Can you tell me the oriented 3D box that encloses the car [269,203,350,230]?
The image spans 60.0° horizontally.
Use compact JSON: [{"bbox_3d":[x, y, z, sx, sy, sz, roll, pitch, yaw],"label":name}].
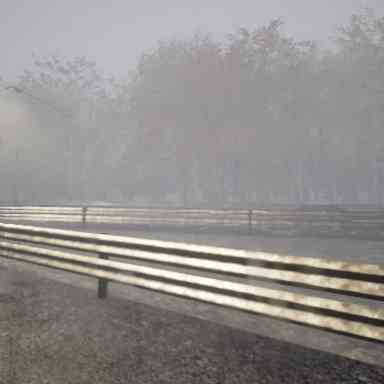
[{"bbox_3d":[7.446,1.502,21.299,4.856,1.649,2.033,0,0,17],"label":"car"}]
